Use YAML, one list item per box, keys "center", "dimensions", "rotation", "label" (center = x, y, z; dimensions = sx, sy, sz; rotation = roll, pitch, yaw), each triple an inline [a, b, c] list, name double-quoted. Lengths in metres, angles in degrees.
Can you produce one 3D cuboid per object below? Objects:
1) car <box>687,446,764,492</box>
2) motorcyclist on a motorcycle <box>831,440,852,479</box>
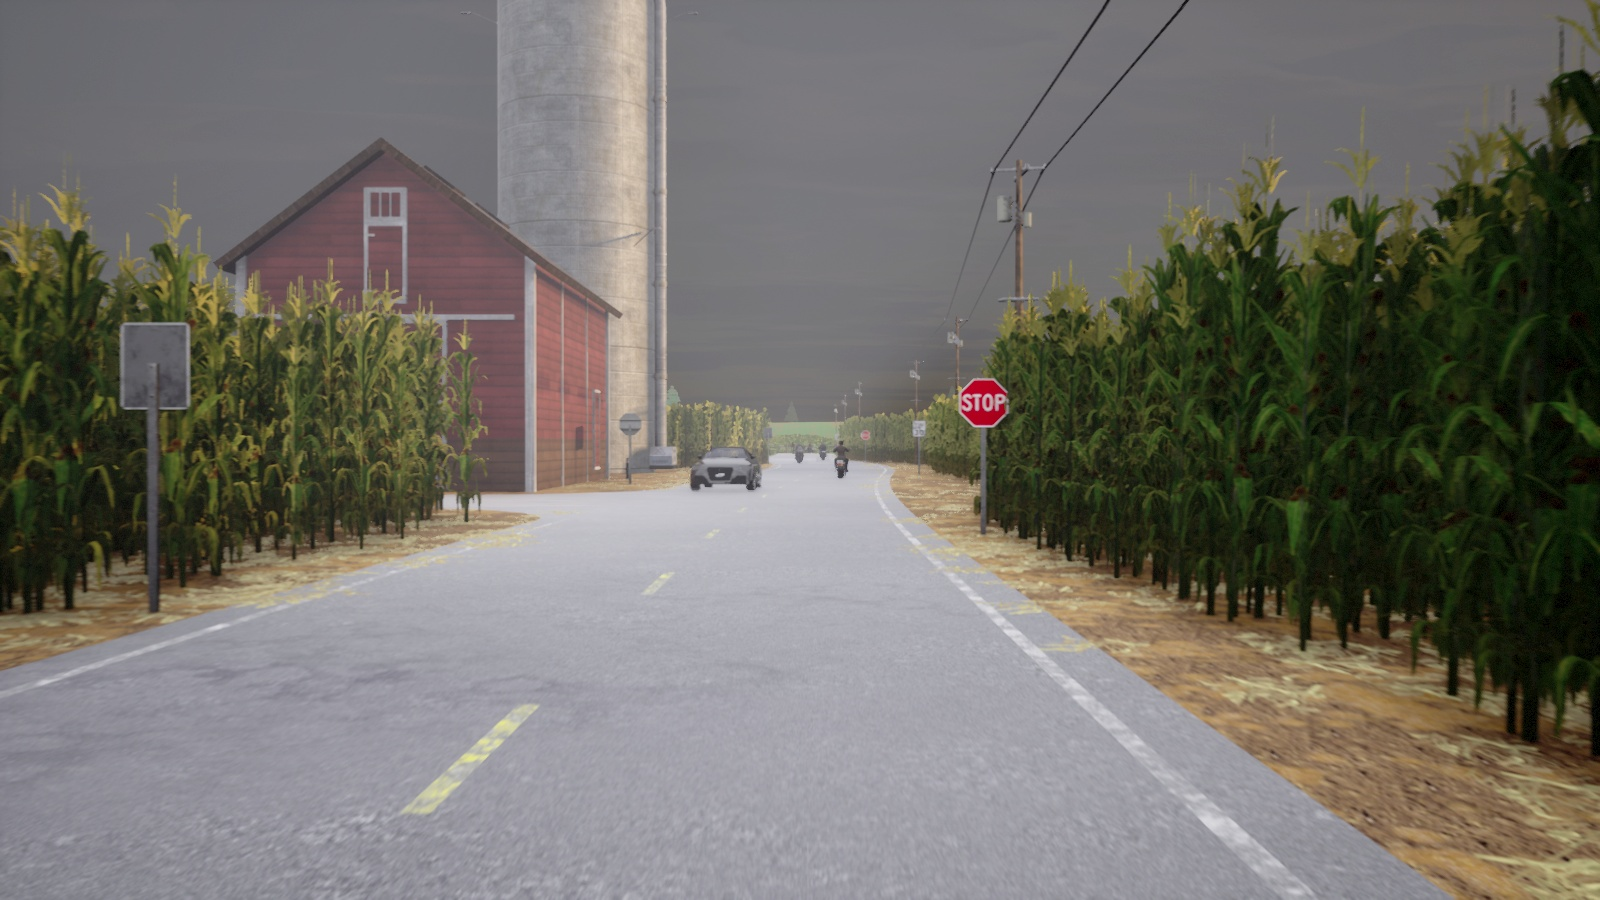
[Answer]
- center: [-2.346, 0.581, 40.422]
  dimensions: [1.994, 1.385, 4.181]
  rotation: [0, 0, 3]
  label: "car"
- center: [1.800, 0.394, 53.940]
  dimensions: [0.766, 1.649, 2.350]
  rotation: [0, 0, 5]
  label: "motorcyclist on a motorcycle"
